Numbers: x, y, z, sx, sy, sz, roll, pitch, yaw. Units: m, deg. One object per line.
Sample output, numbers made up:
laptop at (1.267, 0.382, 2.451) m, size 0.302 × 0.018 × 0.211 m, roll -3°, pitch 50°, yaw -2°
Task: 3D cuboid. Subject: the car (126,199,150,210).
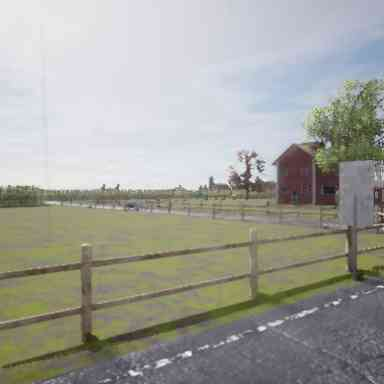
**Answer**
car at (-7.601, 1.786, 46.778) m, size 2.128 × 1.511 × 4.902 m, roll 1°, pitch -1°, yaw -36°
